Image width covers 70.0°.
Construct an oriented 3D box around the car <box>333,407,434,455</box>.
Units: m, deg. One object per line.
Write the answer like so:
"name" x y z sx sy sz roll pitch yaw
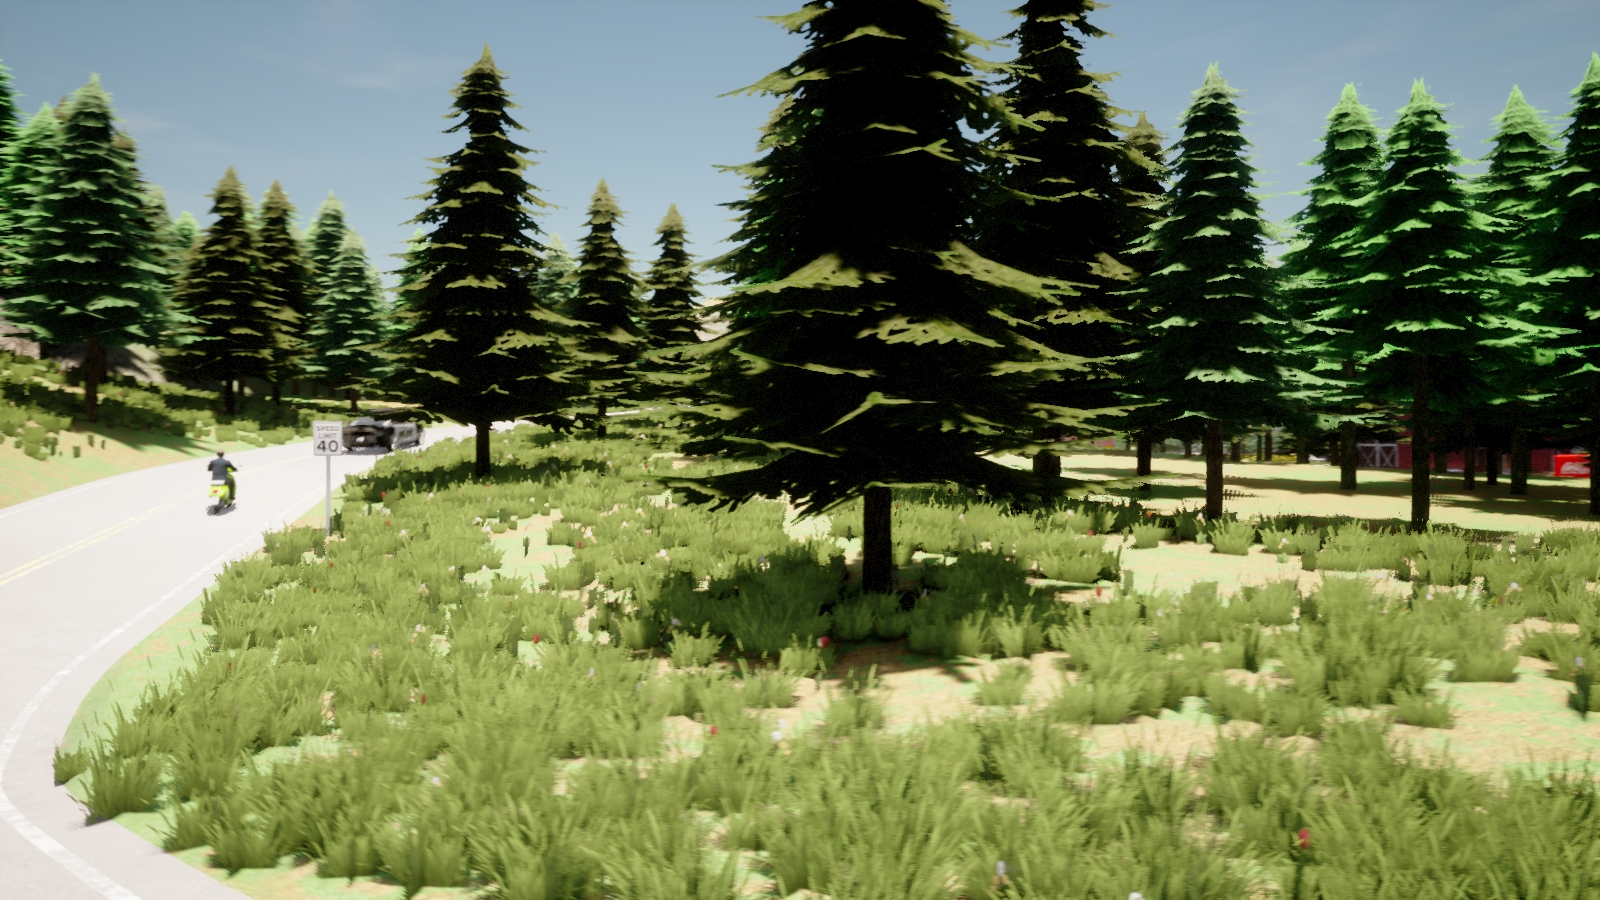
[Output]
"car" -17.261 -0.846 47.671 2.097 1.638 5.238 0 5 2
